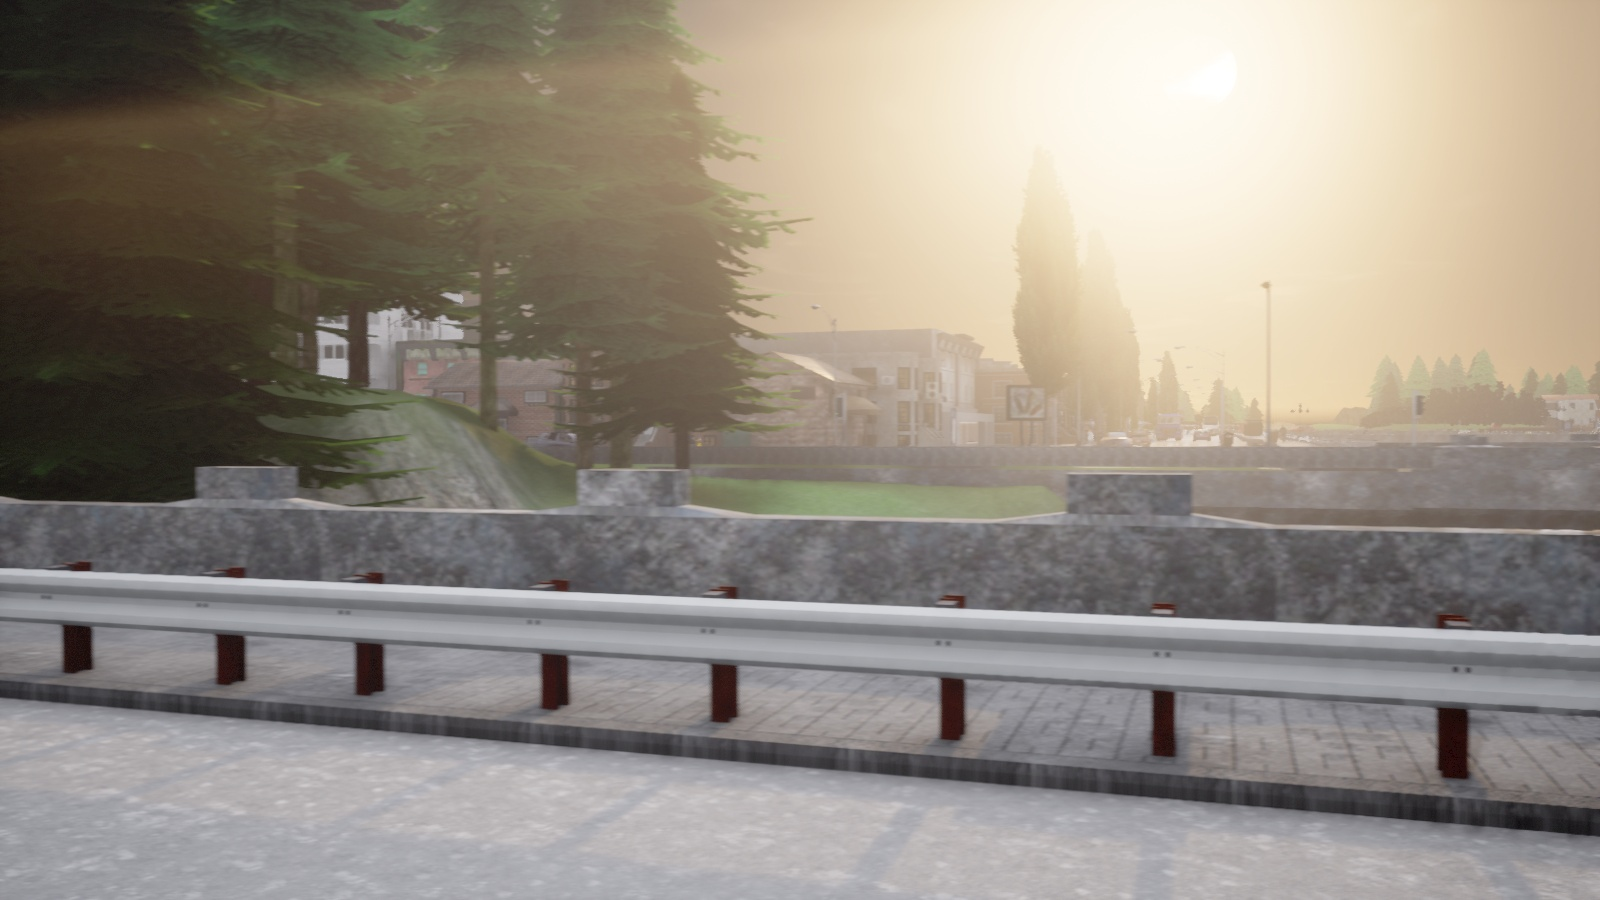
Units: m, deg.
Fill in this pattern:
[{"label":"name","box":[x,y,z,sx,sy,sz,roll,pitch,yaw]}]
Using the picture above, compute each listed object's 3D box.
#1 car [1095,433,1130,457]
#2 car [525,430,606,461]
[{"label":"car","box":[19.838,-0.348,79.600,1.812,1.442,4.674,1,1,19]},{"label":"car","box":[-11.983,-0.237,64.247,3.633,1.501,1.845,1,1,19]}]
